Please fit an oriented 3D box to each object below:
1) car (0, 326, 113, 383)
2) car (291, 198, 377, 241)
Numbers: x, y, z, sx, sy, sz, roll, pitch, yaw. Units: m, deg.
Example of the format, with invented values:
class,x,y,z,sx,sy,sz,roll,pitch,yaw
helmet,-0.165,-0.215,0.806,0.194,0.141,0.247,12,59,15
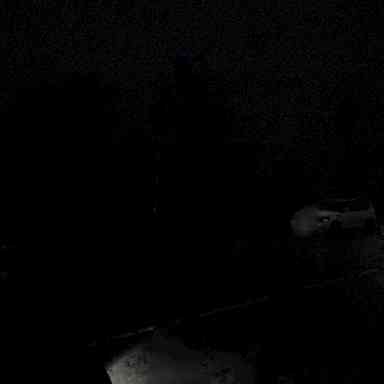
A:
class,x,y,z,sx,sy,sz,roll,pitch,yaw
car,-2.519,1.555,1.949,4.181,1.385,1.994,1,0,-36
car,7.844,1.373,18.140,5.566,2.045,2.150,1,-1,-35
